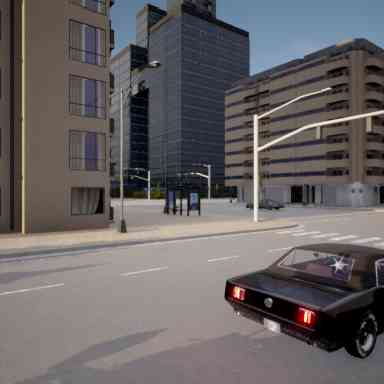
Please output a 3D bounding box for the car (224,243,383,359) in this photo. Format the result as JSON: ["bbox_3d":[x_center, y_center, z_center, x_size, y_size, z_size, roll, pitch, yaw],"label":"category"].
[{"bbox_3d":[2.922,1.601,6.009,4.718,1.301,1.895,0,0,-36],"label":"car"}]

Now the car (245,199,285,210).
[{"bbox_3d":[9.377,1.603,42.948,2.033,1.411,5.357,0,0,-38],"label":"car"}]
